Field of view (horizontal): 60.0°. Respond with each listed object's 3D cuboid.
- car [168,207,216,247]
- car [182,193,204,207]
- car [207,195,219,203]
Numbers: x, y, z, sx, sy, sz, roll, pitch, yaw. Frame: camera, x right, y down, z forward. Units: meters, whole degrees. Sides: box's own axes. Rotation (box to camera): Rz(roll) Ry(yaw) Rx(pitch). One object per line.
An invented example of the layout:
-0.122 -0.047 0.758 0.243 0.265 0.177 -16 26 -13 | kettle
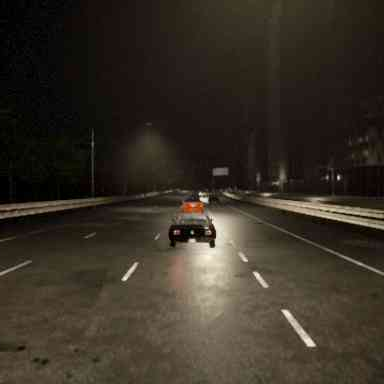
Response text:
0.022 1.596 15.070 1.895 1.301 4.718 0 0 0 | car
0.111 1.290 32.667 2.097 1.767 4.553 0 0 0 | car
4.005 1.320 62.045 1.837 1.490 4.892 0 1 1 | car
